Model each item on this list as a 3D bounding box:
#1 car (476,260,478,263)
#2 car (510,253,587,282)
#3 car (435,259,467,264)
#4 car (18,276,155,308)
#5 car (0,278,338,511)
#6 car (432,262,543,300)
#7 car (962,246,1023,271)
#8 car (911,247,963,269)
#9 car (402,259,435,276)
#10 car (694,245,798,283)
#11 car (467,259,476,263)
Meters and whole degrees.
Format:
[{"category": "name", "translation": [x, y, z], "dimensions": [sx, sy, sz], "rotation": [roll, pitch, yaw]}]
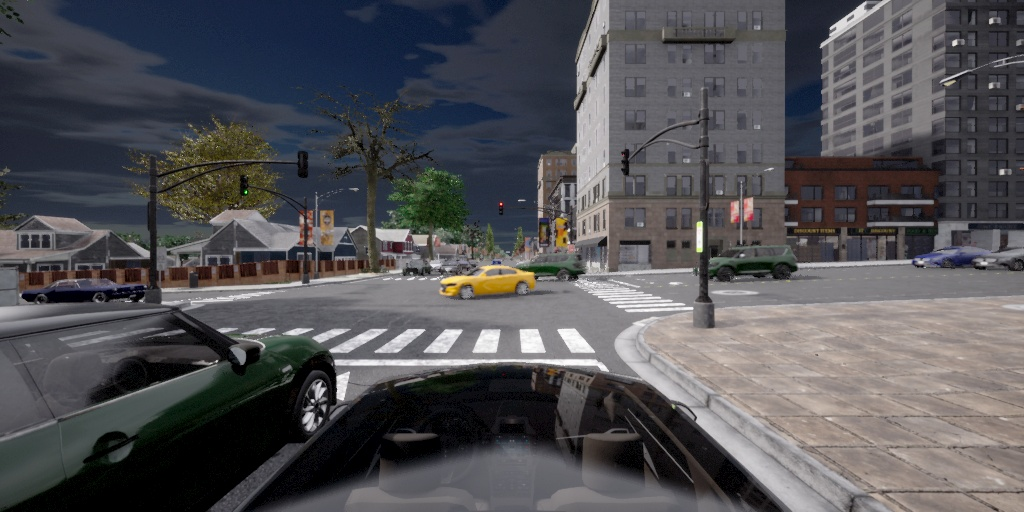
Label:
[{"category": "car", "translation": [-6.625, 1.317, 59.612], "dimensions": [1.837, 1.490, 4.892], "rotation": [0, 0, 0]}, {"category": "car", "translation": [2.895, 0.867, 27.355], "dimensions": [5.566, 2.045, 2.150], "rotation": [-2, 0, 30]}, {"category": "car", "translation": [-6.618, 1.260, 39.548], "dimensions": [2.128, 1.511, 4.902], "rotation": [0, 0, 0]}, {"category": "car", "translation": [-21.627, 1.805, 18.370], "dimensions": [4.718, 1.301, 1.895], "rotation": [-2, 0, 0]}, {"category": "car", "translation": [-3.151, 1.102, 2.482], "dimensions": [2.097, 1.767, 4.553], "rotation": [0, 0, 0]}, {"category": "car", "translation": [-1.186, 1.260, 18.208], "dimensions": [5.008, 1.535, 1.882], "rotation": [-1, -1, -30]}, {"category": "car", "translation": [30.986, 0.110, 21.772], "dimensions": [4.674, 1.442, 1.812], "rotation": [-2, 0, 0]}, {"category": "car", "translation": [30.882, 0.103, 25.031], "dimensions": [4.674, 1.442, 1.812], "rotation": [-2, 0, 0]}, {"category": "car", "translation": [-9.868, 1.118, 37.471], "dimensions": [2.097, 1.767, 4.553], "rotation": [0, 0, 0]}, {"category": "car", "translation": [14.072, 0.443, 21.723], "dimensions": [5.566, 2.045, 2.150], "rotation": [-2, 0, 0]}, {"category": "car", "translation": [-6.629, 1.332, 49.266], "dimensions": [2.033, 1.411, 5.357], "rotation": [0, 0, 0]}]
